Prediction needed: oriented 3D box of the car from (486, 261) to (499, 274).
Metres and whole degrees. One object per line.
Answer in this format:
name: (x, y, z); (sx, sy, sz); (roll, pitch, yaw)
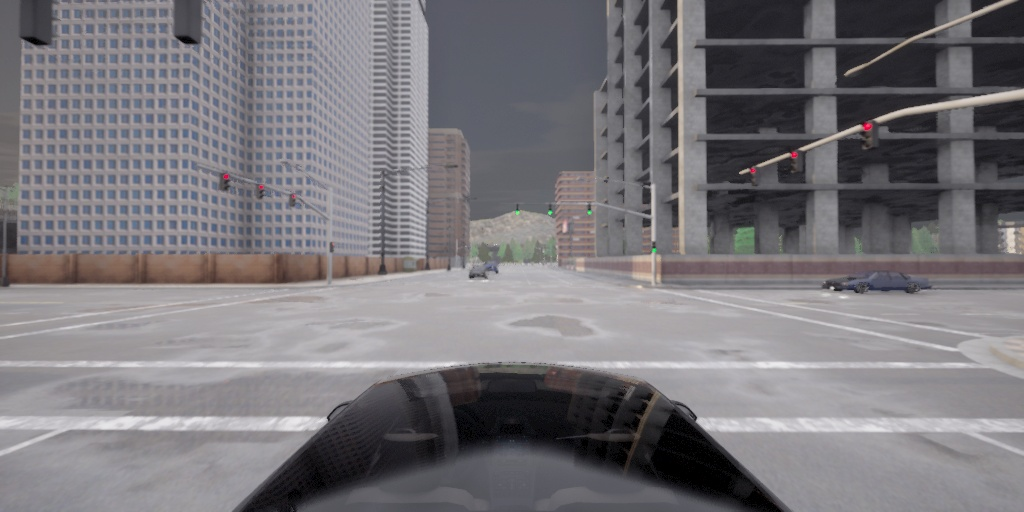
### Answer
car: (-3.332, 1.798, 57.140); (2.150, 2.045, 5.566); (0, -1, 1)

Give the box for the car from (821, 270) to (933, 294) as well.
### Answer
car: (22.421, 1.593, 22.121); (5.357, 1.411, 2.033); (0, -1, 0)

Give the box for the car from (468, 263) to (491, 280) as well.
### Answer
car: (-3.670, 1.820, 39.658); (1.837, 1.490, 4.892); (0, -1, 1)
